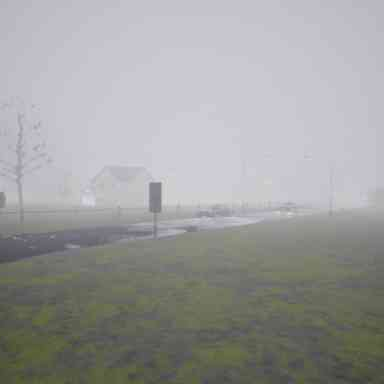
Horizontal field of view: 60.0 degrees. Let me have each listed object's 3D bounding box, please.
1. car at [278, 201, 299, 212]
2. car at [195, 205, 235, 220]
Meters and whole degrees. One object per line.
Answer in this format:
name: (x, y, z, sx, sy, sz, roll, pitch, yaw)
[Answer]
car: (14.396, 2.160, 49.313, 1.837, 1.490, 4.892, 1, -1, 35)
car: (2.320, 1.969, 32.416, 1.895, 1.301, 4.718, 1, 0, 35)
